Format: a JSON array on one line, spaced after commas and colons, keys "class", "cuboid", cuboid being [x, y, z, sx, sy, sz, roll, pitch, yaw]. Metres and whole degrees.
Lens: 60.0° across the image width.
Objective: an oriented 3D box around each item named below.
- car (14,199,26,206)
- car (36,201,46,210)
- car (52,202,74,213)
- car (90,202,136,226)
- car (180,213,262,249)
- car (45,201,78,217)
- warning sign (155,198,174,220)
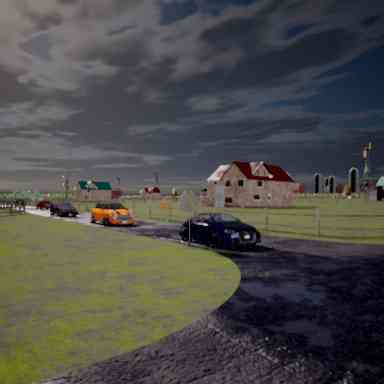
[{"class": "car", "cuboid": [-42.449, 2.504, 81.956, 2.097, 1.767, 4.553, 2, -2, -36]}, {"class": "car", "cuboid": [-25.214, 2.214, 56.751, 1.882, 1.535, 5.008, 2, -2, -36]}, {"class": "car", "cuboid": [-18.455, 2.119, 47.451, 1.812, 1.442, 4.674, 2, -2, -36]}, {"class": "car", "cuboid": [-6.056, 1.584, 25.366, 2.097, 1.767, 4.553, 2, -2, -36]}, {"class": "car", "cuboid": [1.173, 1.648, 15.054, 1.994, 1.385, 4.181, 1, -2, -32]}, {"class": "car", "cuboid": [-14.084, 1.939, 36.425, 2.033, 1.411, 5.357, 2, -2, -36]}, {"class": "warning sign", "cuboid": [-2.457, 1.476, 29.453, 1.300, 1.860, 1.060, 2, -1, -36]}]
